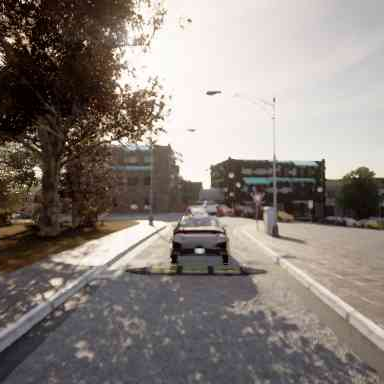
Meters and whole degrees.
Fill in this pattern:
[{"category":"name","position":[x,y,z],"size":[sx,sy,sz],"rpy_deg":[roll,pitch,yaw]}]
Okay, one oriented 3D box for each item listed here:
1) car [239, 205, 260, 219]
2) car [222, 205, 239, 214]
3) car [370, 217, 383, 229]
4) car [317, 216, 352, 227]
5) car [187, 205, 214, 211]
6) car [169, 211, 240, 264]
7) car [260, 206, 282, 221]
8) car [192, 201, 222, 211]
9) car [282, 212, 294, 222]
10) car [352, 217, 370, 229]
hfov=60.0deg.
[{"category":"car","position":[7.253,2.916,49.591],"size":[2.185,1.767,4.553],"rpy_deg":[6,-4,-31]},{"category":"car","position":[4.287,2.666,49.058],"size":[2.185,1.767,4.553],"rpy_deg":[4,-3,-32]},{"category":"car","position":[27.862,5.059,53.633],"size":[1.946,1.575,5.366],"rpy_deg":[6,-3,-30]},{"category":"car","position":[22.024,4.524,52.398],"size":[2.002,1.452,4.674],"rpy_deg":[7,-3,-30]},{"category":"car","position":[0.432,2.052,26.614],"size":[1.812,1.442,4.674],"rpy_deg":[0,-2,-2]},{"category":"car","position":[0.269,1.570,11.879],"size":[2.128,1.511,4.902],"rpy_deg":[0,-3,1]},{"category":"car","position":[10.244,3.082,50.184],"size":[2.435,2.045,5.566],"rpy_deg":[7,-4,-31]},{"category":"car","position":[1.414,2.374,48.436],"size":[2.435,2.045,5.566],"rpy_deg":[1,-2,-31]},{"category":"car","position":[13.069,3.619,50.917],"size":[1.946,1.575,5.366],"rpy_deg":[7,-4,-31]},{"category":"car","position":[24.989,4.813,52.945],"size":[2.002,1.452,4.674],"rpy_deg":[7,-4,-30]}]
